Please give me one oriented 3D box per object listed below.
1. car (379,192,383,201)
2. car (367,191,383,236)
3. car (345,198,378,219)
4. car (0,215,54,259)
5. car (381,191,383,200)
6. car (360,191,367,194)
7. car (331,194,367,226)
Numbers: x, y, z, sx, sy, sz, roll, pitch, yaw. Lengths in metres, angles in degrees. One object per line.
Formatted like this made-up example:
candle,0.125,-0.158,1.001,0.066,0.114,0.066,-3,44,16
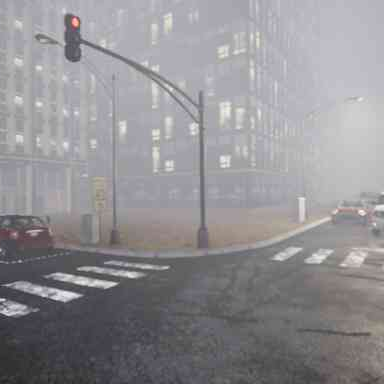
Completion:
car,31.246,0.671,53.285,1.887,1.381,4.507,0,1,33
car,10.207,0.938,16.312,2.150,2.045,5.566,-1,0,33
car,12.977,1.211,25.269,1.802,1.307,4.206,0,1,33
car,-7.547,1.646,13.593,4.097,1.590,1.967,-1,-1,33
car,34.291,0.594,57.954,2.008,1.369,4.403,0,1,33
car,16.020,0.861,29.935,2.192,1.841,5.009,0,1,33
car,9.931,1.153,20.598,1.967,1.590,4.097,0,1,33
